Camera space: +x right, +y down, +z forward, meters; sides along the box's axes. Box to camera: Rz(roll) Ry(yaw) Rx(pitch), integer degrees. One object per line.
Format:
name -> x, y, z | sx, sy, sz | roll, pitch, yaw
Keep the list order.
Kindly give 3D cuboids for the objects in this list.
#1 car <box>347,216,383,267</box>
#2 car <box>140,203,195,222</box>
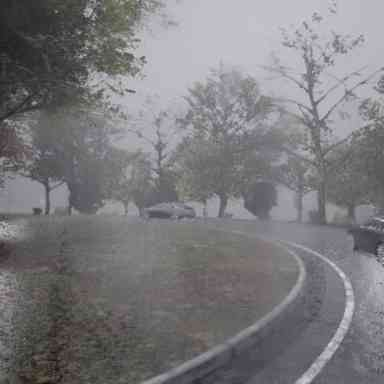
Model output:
car -> 6.960, 1.568, 11.576 | 2.128, 1.511, 4.902 | 0, 0, 8
car -> -2.102, 1.632, 27.429 | 4.902, 1.511, 2.128 | 0, -1, 29
